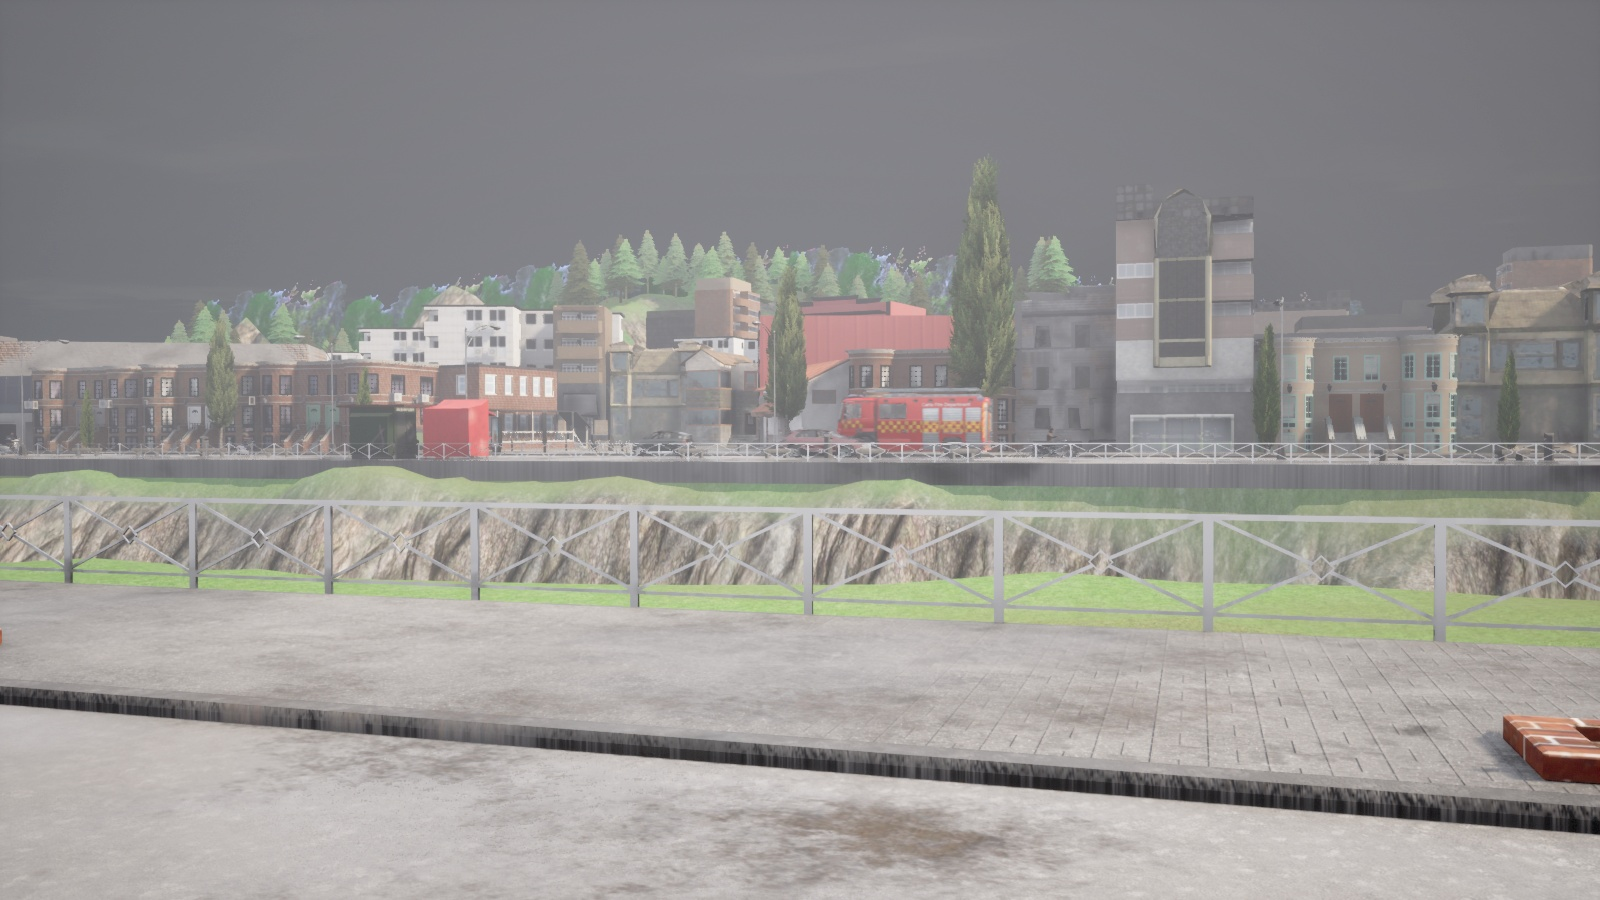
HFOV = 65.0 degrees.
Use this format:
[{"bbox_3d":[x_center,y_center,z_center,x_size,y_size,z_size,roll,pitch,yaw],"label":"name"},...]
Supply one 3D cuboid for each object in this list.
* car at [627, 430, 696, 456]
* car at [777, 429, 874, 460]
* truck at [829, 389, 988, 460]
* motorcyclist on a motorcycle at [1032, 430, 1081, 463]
[{"bbox_3d":[-8.283,-0.430,75.180,3.705,1.549,1.789,1,1,18],"label":"car"},{"bbox_3d":[1.407,-0.326,67.929,4.856,1.649,2.033,0,1,18],"label":"car"},{"bbox_3d":[6.116,-1.446,70.622,8.468,3.827,2.891,1,1,18],"label":"truck"},{"bbox_3d":[13.129,-0.202,64.227,2.350,1.649,0.766,1,1,18],"label":"motorcyclist on a motorcycle"}]
